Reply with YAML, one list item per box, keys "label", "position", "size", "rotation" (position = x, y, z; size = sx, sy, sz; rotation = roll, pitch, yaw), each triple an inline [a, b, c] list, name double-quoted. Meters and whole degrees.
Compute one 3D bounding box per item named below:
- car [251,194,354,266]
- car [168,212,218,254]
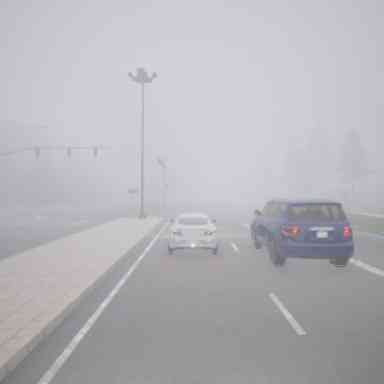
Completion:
- label: "car"
  position: [3.536, 1.229, 11.647]
  size: [2.150, 2.045, 5.566]
  rotation: [0, 0, 1]
- label: "car"
  position: [0.051, 1.532, 13.428]
  size: [1.812, 1.442, 4.674]
  rotation: [0, 0, 0]
